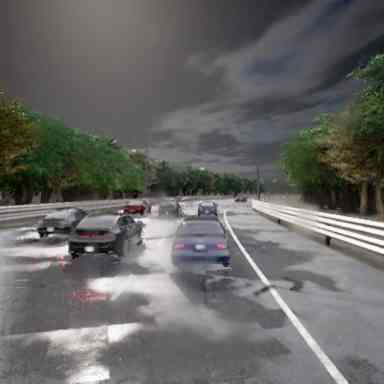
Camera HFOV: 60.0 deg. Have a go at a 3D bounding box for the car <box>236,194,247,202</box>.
[{"bbox_3d":[12.338,1.456,82.454,2.150,2.045,5.566,0,0,13],"label":"car"}]

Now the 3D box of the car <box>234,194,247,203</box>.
[{"bbox_3d":[10.700,1.717,75.387,1.895,1.301,4.718,0,0,13],"label":"car"}]

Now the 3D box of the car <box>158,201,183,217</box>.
[{"bbox_3d":[-2.009,1.602,31.873,1.837,1.490,4.892,0,0,5],"label":"car"}]

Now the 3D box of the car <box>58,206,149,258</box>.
[{"bbox_3d":[-3.128,1.538,12.898,1.837,1.490,4.892,0,0,2],"label":"car"}]

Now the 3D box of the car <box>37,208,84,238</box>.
[{"bbox_3d":[-6.430,1.570,17.662,1.812,1.442,4.674,0,0,3],"label":"car"}]

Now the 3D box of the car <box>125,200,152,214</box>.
[{"bbox_3d":[-5.377,1.581,33.549,1.882,1.535,5.008,0,0,5],"label":"car"}]

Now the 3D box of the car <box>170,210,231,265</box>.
[{"bbox_3d":[0.323,1.578,11.721,2.033,1.411,5.357,0,0,2],"label":"car"}]

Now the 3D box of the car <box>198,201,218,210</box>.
[{"bbox_3d":[1.567,1.627,32.612,1.812,1.442,4.674,0,0,5],"label":"car"}]
